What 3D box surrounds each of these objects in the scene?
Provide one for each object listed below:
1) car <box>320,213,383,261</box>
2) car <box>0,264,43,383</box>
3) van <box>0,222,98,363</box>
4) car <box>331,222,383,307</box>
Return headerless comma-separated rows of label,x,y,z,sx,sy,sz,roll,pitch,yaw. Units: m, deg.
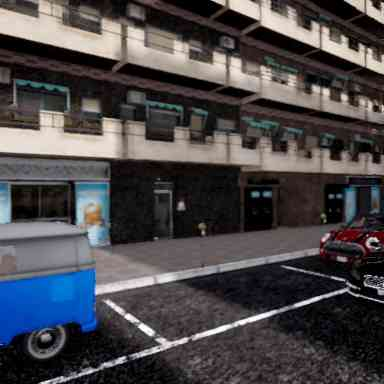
car,5.989,1.428,10.850,4.097,1.590,1.967,0,-1,-35
car,-3.350,1.478,0.991,5.008,1.535,1.882,0,0,-35
van,-3.253,1.338,4.227,3.998,1.788,1.690,0,-1,-35
car,5.279,1.498,7.128,4.892,1.490,1.837,0,0,-35
